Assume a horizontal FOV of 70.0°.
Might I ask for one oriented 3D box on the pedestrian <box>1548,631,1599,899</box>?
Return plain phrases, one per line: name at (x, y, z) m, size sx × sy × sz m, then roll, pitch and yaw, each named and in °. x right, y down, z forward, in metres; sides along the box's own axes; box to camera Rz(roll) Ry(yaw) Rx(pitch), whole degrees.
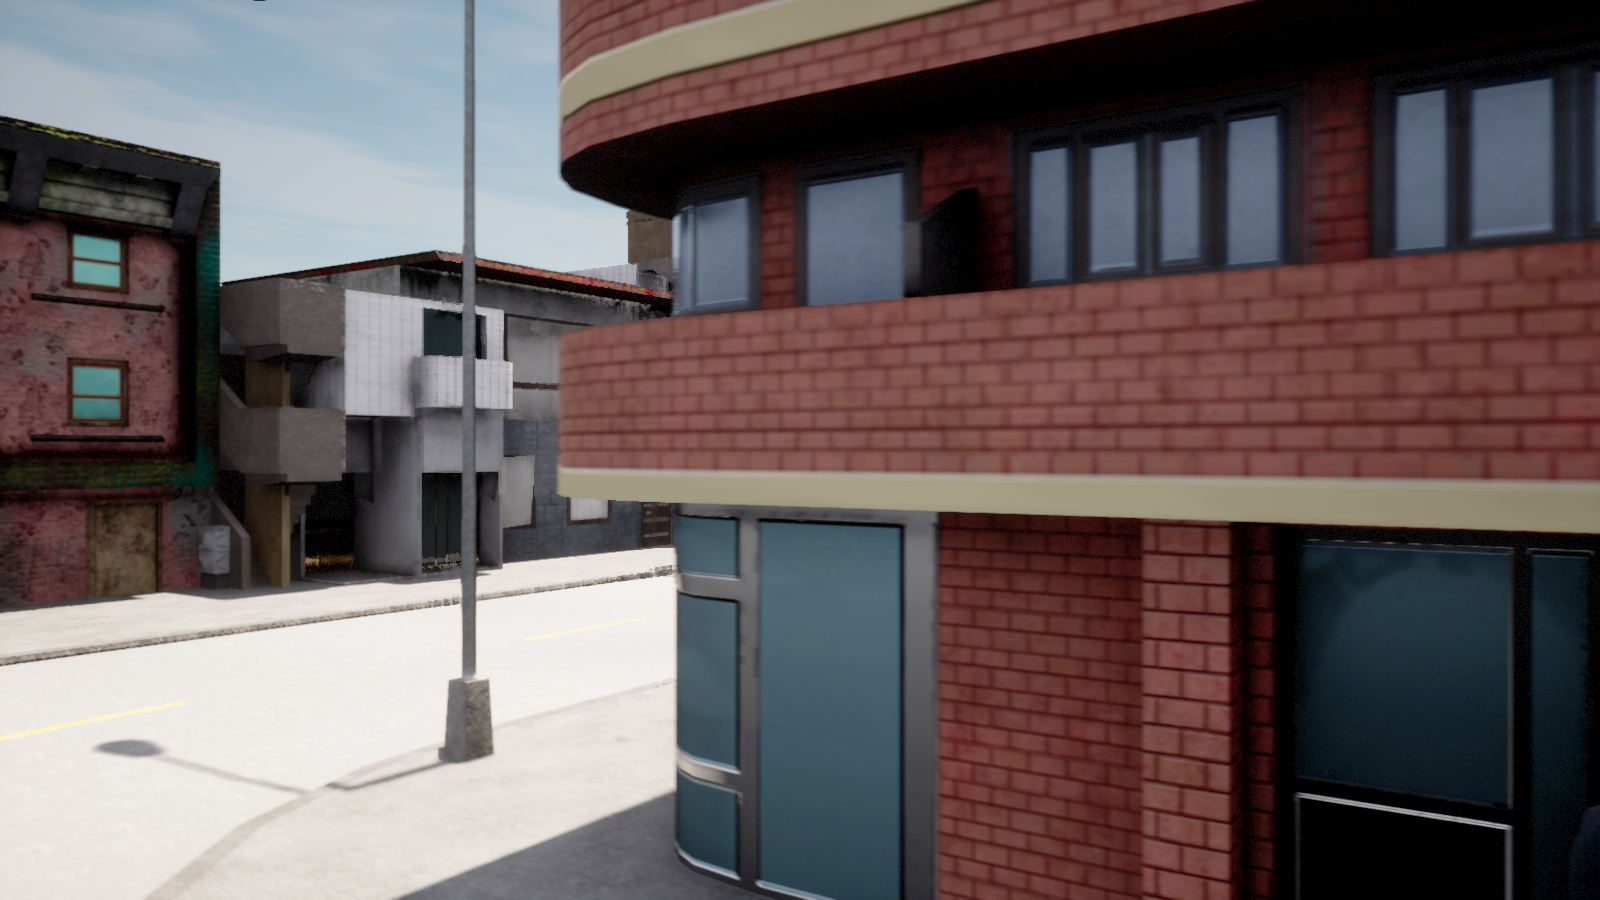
pedestrian at (2.595, 1.529, 3.548) m, size 0.375 × 1.860 × 0.375 m, roll 0°, pitch 0°, yaw 18°
